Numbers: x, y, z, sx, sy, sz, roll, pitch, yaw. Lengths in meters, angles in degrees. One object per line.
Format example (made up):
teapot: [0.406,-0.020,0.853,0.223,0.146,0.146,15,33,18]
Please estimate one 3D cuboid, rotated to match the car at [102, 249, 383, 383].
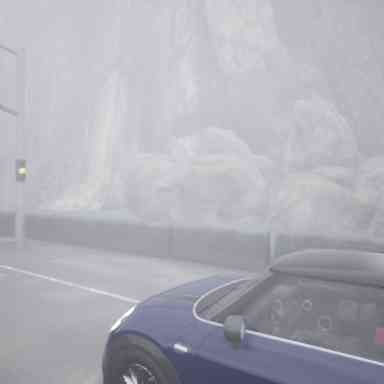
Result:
car: [1.250,1.352,3.099,4.553,1.767,2.097,0,0,36]
